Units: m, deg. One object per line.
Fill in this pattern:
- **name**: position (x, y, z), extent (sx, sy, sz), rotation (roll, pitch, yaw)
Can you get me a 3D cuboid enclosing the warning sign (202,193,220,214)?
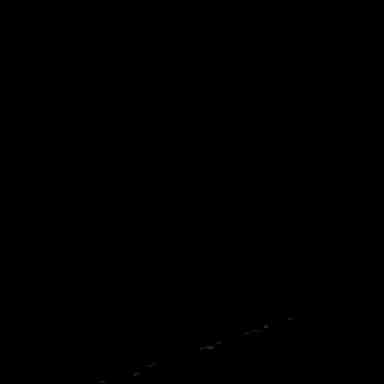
- **warning sign**: position (1.730, 1.014, 30.456), extent (1.300, 1.860, 1.060), rotation (-1, 0, -36)
